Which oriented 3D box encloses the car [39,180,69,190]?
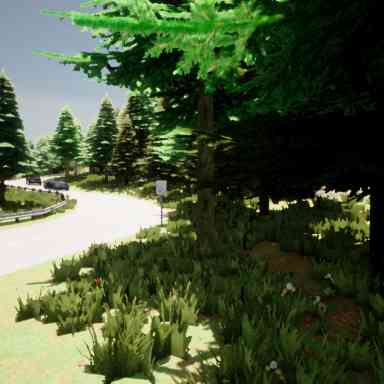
[{"bbox_3d":[-18.827,-0.986,46.137,4.181,1.385,1.994,6,4,40],"label":"car"}]

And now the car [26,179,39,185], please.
[{"bbox_3d":[-25.451,-1.912,53.406,1.837,1.490,4.892,0,5,-34],"label":"car"}]
